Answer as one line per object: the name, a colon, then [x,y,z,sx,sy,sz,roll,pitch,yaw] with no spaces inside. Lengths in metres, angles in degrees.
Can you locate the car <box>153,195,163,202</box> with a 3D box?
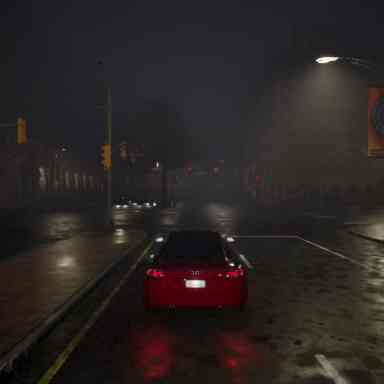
car: [-8.031,1.500,78.654,1.837,1.490,4.892,0,0,0]

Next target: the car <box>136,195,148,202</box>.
car: [-11.531,1.478,76.649,1.882,1.535,5.008,0,0,0]

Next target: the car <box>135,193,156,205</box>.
car: [-8.103,1.221,58.651,2.150,2.045,5.566,0,0,0]

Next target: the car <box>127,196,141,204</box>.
car: [-11.553,1.564,66.231,1.994,1.385,4.181,0,0,0]

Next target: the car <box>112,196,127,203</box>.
car: [-14.776,1.595,67.893,1.895,1.301,4.718,0,0,0]

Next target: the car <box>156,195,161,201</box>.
car: [-8.032,1.601,68.450,1.895,1.301,4.718,0,0,0]

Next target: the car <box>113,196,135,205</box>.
car: [-11.605,1.564,56.937,1.994,1.385,4.181,0,0,0]

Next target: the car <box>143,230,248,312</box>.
car: [0.072,1.564,7.787,1.994,1.385,4.181,0,0,0]
